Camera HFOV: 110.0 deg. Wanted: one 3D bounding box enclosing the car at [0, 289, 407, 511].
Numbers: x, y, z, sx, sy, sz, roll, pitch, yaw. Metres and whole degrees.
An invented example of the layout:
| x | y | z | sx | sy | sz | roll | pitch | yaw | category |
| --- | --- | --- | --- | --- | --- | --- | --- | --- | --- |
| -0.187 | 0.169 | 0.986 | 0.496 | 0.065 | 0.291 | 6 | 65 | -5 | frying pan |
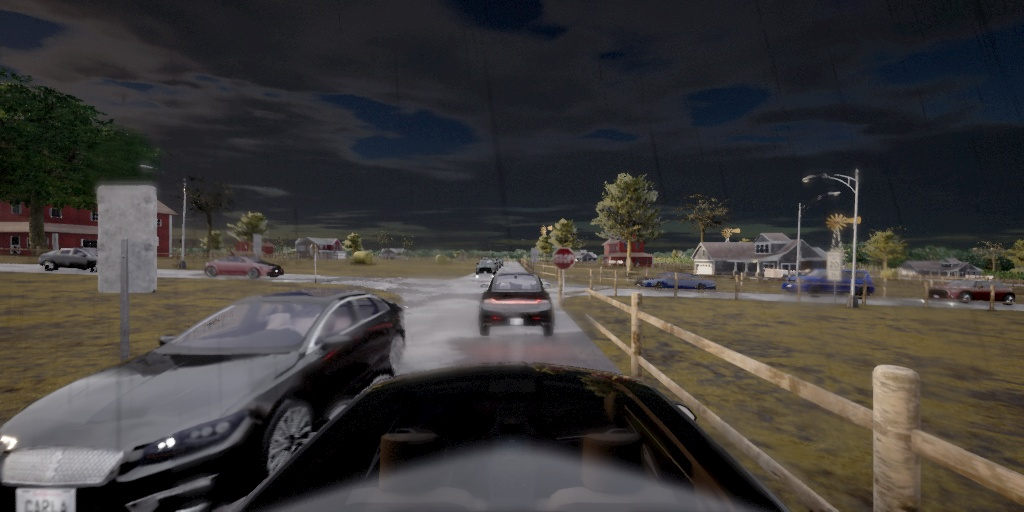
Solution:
| x | y | z | sx | sy | sz | roll | pitch | yaw | category |
| --- | --- | --- | --- | --- | --- | --- | --- | --- | --- |
| -2.825 | 1.242 | 4.635 | 2.128 | 1.511 | 4.902 | 0 | 0 | 0 | car |

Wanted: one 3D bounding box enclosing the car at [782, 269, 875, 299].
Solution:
| x | y | z | sx | sy | sz | roll | pitch | yaw | category |
| --- | --- | --- | --- | --- | --- | --- | --- | --- | --- |
| 22.877 | 1.936 | 25.990 | 5.566 | 2.045 | 2.150 | 2 | 0 | 0 | car |

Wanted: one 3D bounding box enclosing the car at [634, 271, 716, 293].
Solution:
| x | y | z | sx | sy | sz | roll | pitch | yaw | category |
| --- | --- | --- | --- | --- | --- | --- | --- | --- | --- |
| 11.748 | 1.819 | 25.900 | 5.357 | 1.411 | 2.033 | 2 | 0 | -2 | car |

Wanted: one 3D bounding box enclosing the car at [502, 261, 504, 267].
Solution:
| x | y | z | sx | sy | sz | roll | pitch | yaw | category |
| --- | --- | --- | --- | --- | --- | --- | --- | --- | --- |
| -2.732 | 1.357 | 59.864 | 2.033 | 1.411 | 5.357 | 0 | 0 | 1 | car |

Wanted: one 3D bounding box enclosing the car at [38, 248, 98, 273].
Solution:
| x | y | z | sx | sy | sz | roll | pitch | yaw | category |
| --- | --- | --- | --- | --- | --- | --- | --- | --- | --- |
| -27.214 | 0.270 | 23.064 | 4.902 | 1.511 | 2.128 | 2 | 0 | 0 | car |

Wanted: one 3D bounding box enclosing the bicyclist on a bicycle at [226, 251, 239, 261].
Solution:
| x | y | z | sx | sy | sz | roll | pitch | yaw | category |
| --- | --- | --- | --- | --- | --- | --- | --- | --- | --- |
| -22.572 | 0.419 | 29.046 | 0.582 | 1.620 | 1.656 | 2 | 0 | 0 | bicyclist on a bicycle |

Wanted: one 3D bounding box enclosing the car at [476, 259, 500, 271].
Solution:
| x | y | z | sx | sy | sz | roll | pitch | yaw | category |
| --- | --- | --- | --- | --- | --- | --- | --- | --- | --- |
| -2.785 | 1.133 | 39.674 | 2.097 | 1.767 | 4.553 | 0 | 0 | 0 | car |

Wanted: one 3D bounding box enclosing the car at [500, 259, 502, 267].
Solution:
| x | y | z | sx | sy | sz | roll | pitch | yaw | category |
| --- | --- | --- | --- | --- | --- | --- | --- | --- | --- |
| -2.757 | 1.297 | 49.575 | 1.837 | 1.490 | 4.892 | 0 | 0 | 0 | car |

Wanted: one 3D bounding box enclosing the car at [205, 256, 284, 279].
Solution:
| x | y | z | sx | sy | sz | roll | pitch | yaw | category |
| --- | --- | --- | --- | --- | --- | --- | --- | --- | --- |
| -17.124 | 0.716 | 23.056 | 4.181 | 1.385 | 1.994 | 2 | 0 | 0 | car |

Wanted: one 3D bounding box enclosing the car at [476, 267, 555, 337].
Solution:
| x | y | z | sx | sy | sz | roll | pitch | yaw | category |
| --- | --- | --- | --- | --- | --- | --- | --- | --- | --- |
| 0.112 | 1.246 | 10.370 | 2.128 | 1.511 | 4.902 | 0 | 0 | 0 | car |

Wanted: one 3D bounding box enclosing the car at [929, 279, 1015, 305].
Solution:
| x | y | z | sx | sy | sz | roll | pitch | yaw | category |
| --- | --- | --- | --- | --- | --- | --- | --- | --- | --- |
| 33.064 | 2.482 | 25.976 | 4.553 | 1.767 | 2.097 | 2 | 0 | 0 | car |
